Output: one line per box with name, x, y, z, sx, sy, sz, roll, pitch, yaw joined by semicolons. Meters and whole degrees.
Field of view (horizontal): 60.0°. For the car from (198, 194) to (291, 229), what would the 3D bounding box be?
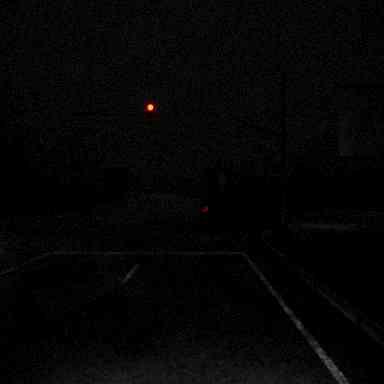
car;3.158;1.154;20.489;5.566;2.045;2.150;0;0;-3
